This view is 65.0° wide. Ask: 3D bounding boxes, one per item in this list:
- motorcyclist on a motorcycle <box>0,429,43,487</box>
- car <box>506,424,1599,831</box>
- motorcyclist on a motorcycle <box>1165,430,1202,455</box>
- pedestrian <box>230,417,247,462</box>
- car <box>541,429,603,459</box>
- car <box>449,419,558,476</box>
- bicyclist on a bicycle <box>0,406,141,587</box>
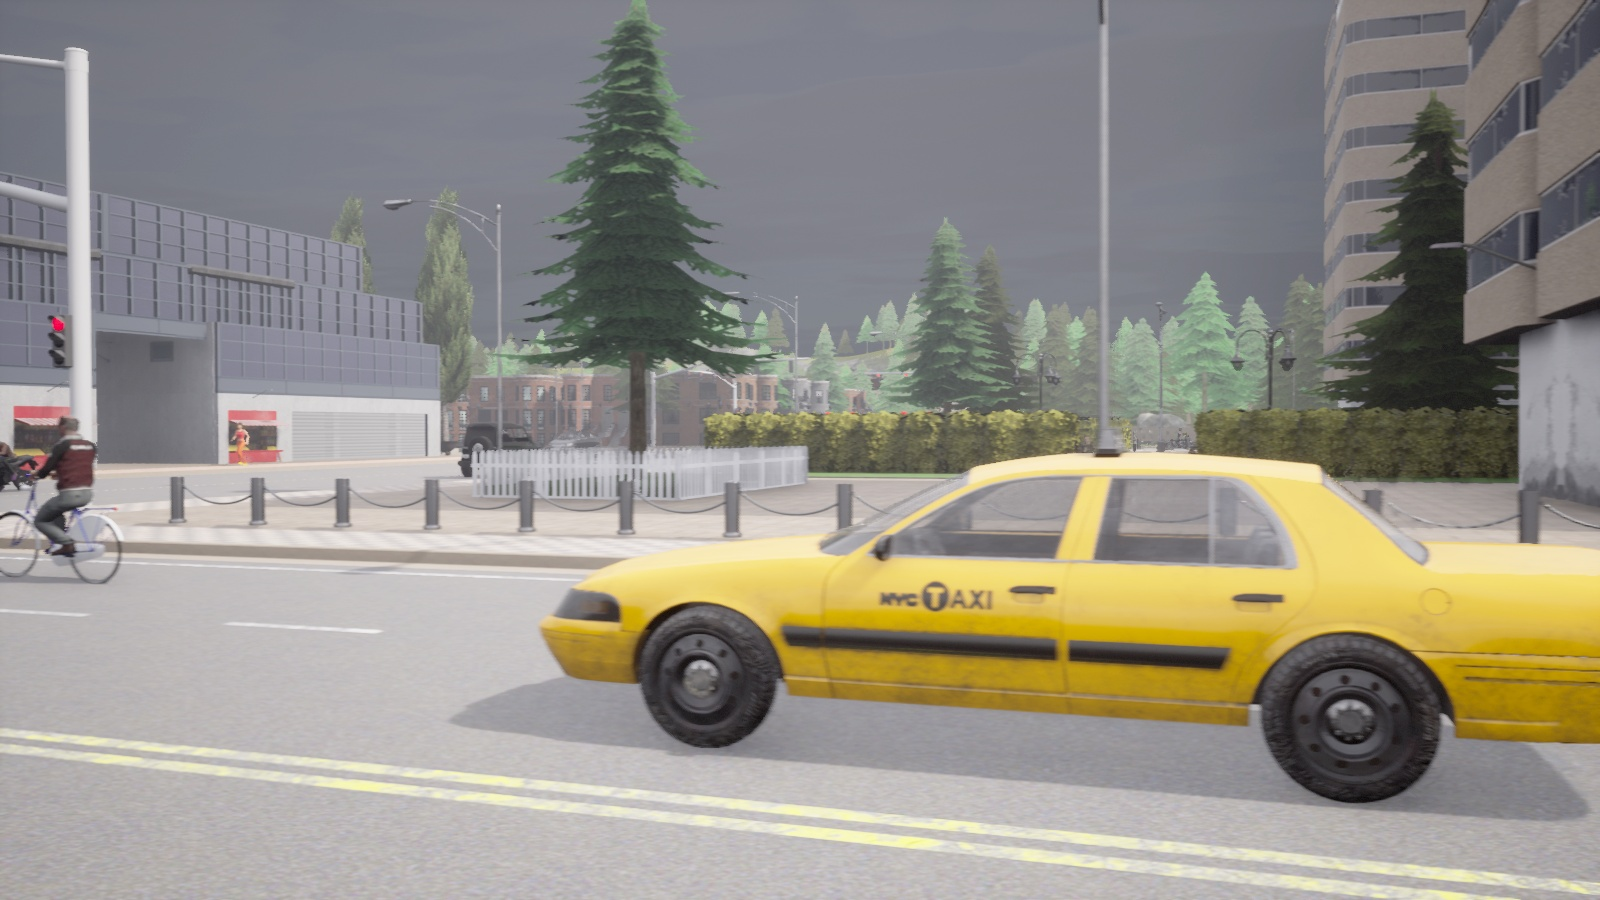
[{"bbox_3d":[-21.107,0.201,33.011,0.797,1.523,2.044,1,1,19],"label":"motorcyclist on a motorcycle"},{"bbox_3d":[1.321,0.667,6.440,5.366,1.575,1.801,1,1,19],"label":"car"},{"bbox_3d":[25.863,-0.483,84.723,2.350,1.649,0.766,1,1,19],"label":"motorcyclist on a motorcycle"},{"bbox_3d":[-23.398,-0.441,52.330,0.345,1.836,0.594,1,1,18],"label":"pedestrian"},{"bbox_3d":[-12.524,-0.350,69.155,1.789,1.549,3.705,1,1,19],"label":"car"},{"bbox_3d":[-10.174,-0.111,43.428,1.905,1.878,3.866,1,1,19],"label":"car"},{"bbox_3d":[-7.966,0.453,13.256,1.843,1.776,0.659,3,2,19],"label":"bicyclist on a bicycle"}]
